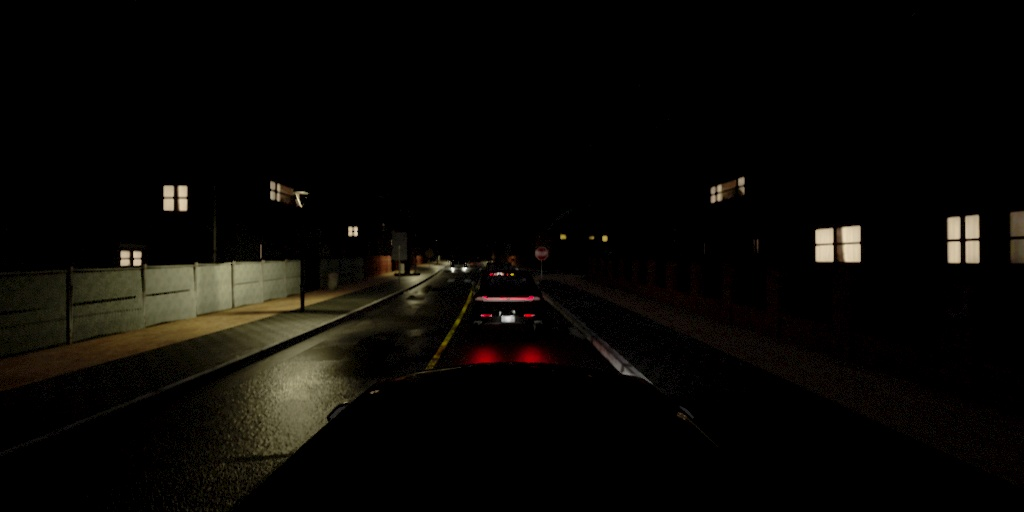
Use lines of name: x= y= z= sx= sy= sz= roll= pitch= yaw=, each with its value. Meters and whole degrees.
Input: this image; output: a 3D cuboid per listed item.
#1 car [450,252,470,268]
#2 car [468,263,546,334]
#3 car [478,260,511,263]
car: x=-7.282 y=0.490 z=49.353 sx=2.150 sy=2.045 sz=5.566 roll=0 pitch=0 yaw=-7
car: x=-0.176 y=1.134 z=10.234 sx=2.128 sy=1.511 sz=4.902 roll=0 pitch=1 yaw=-2
car: x=-0.704 y=1.044 z=19.526 sx=1.837 sy=1.490 sz=4.892 roll=0 pitch=1 yaw=-2
